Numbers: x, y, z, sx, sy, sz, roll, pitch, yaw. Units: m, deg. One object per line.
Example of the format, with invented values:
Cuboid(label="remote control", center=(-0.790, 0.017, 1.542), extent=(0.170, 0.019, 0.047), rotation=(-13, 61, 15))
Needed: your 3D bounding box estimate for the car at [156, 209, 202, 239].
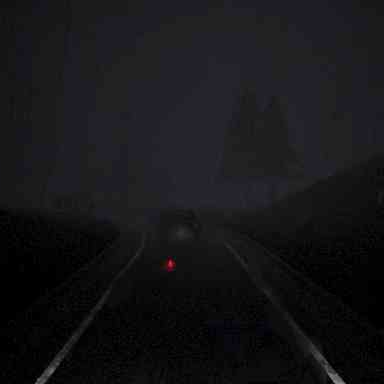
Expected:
Cuboid(label="car", center=(-0.840, 1.541, 17.124), extent=(1.895, 1.301, 4.718), rotation=(0, 0, -10))

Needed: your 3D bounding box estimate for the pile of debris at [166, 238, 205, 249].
Cuboid(label="pile of debris", center=(-0.303, 2.127, 13.850), extent=(1.500, 0.140, 1.860), rotation=(0, 0, -5))

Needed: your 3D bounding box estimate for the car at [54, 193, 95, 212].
Cuboid(label="car", center=(-12.974, 1.101, 36.745), extent=(5.566, 2.045, 2.150), rotation=(0, 0, 39))
